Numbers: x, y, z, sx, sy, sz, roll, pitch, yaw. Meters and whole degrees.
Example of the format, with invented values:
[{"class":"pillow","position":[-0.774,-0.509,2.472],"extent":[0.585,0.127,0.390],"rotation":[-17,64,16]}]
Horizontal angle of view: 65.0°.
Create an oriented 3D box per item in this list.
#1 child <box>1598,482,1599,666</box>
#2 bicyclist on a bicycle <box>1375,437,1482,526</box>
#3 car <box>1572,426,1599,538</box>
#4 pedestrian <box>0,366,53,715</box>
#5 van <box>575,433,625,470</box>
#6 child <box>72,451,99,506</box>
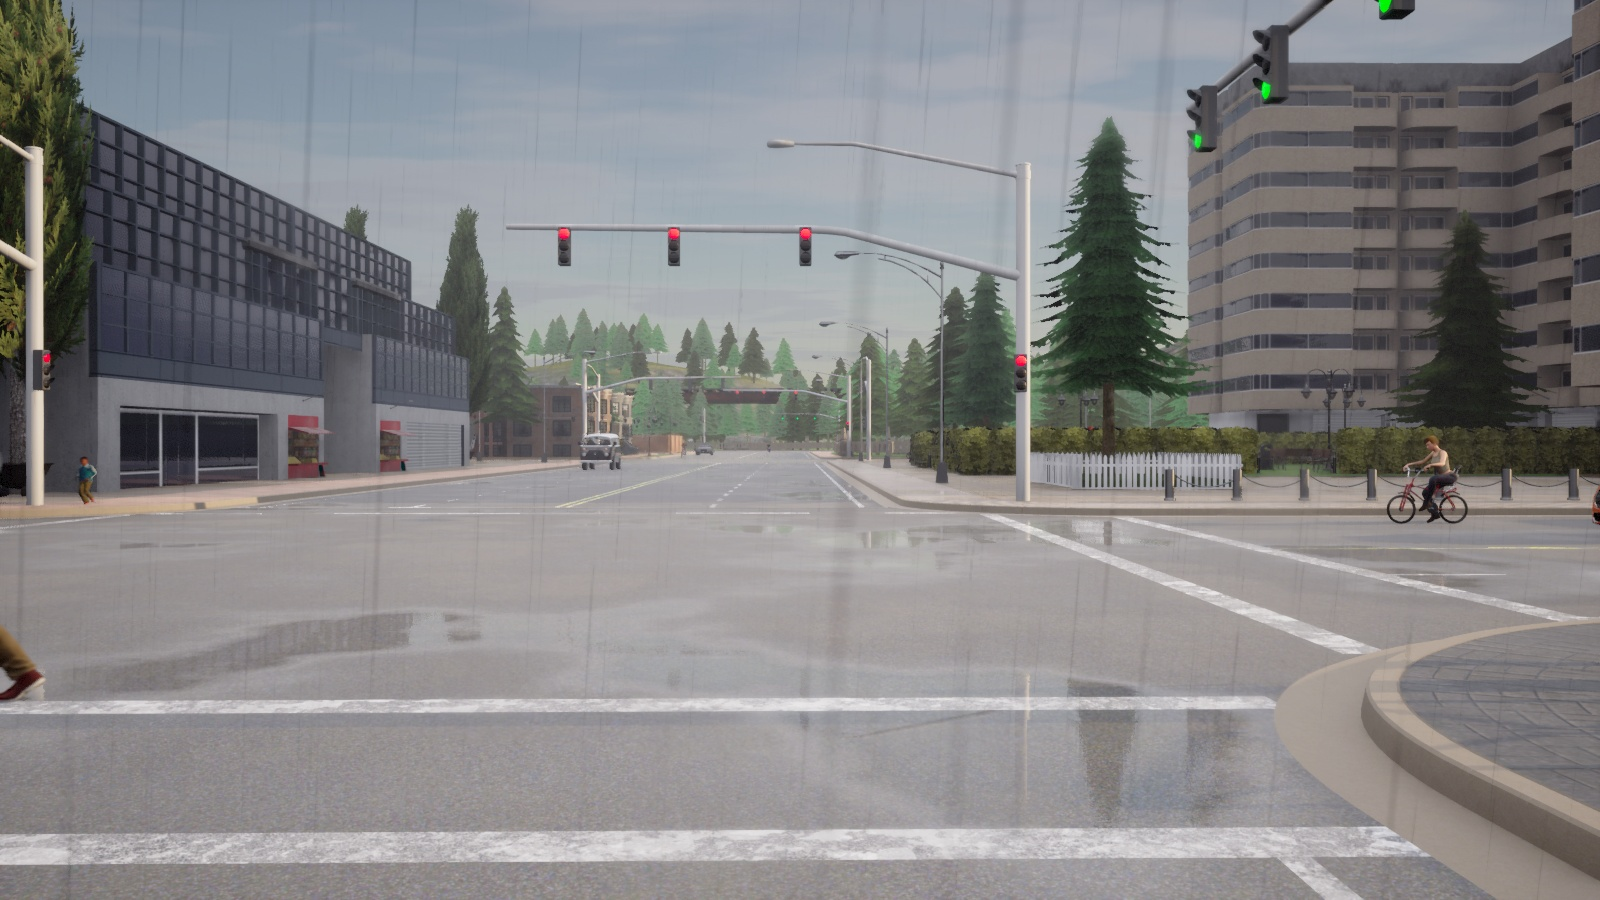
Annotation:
[{"class":"child","position":[5.052,0.746,7.599],"extent":[0.394,1.110,0.255],"rotation":[0,0,-37]},{"class":"bicyclist on a bicycle","position":[11.464,0.563,22.946],"extent":[1.509,1.612,0.866],"rotation":[0,0,0]},{"class":"car","position":[14.889,0.507,19.479],"extent":[4.553,1.767,2.097],"rotation":[0,0,0]},{"class":"pedestrian","position":[-4.802,0.502,7.192],"extent":[0.788,1.949,0.423],"rotation":[0,0,-5]},{"class":"van","position":[-11.046,0.068,69.658],"extent":[2.069,2.038,4.480],"rotation":[0,0,0]},{"class":"child","position":[-15.603,0.618,27.418],"extent":[0.343,1.192,0.448],"rotation":[0,0,-1]}]
